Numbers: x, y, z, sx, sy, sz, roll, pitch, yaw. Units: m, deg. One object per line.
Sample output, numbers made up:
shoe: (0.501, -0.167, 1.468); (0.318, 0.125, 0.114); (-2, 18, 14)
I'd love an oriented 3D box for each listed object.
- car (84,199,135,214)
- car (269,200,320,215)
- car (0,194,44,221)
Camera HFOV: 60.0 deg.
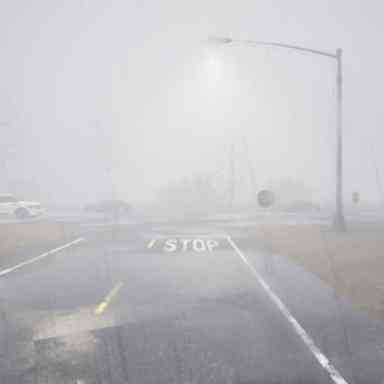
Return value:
car: (-8.271, 1.424, 33.481); (5.008, 1.535, 1.882); (0, 0, -2)
car: (10.416, 1.538, 33.959); (5.008, 1.535, 1.882); (0, 0, -2)
car: (-14.741, 1.148, 26.298); (5.566, 2.045, 2.150); (0, 0, -2)
